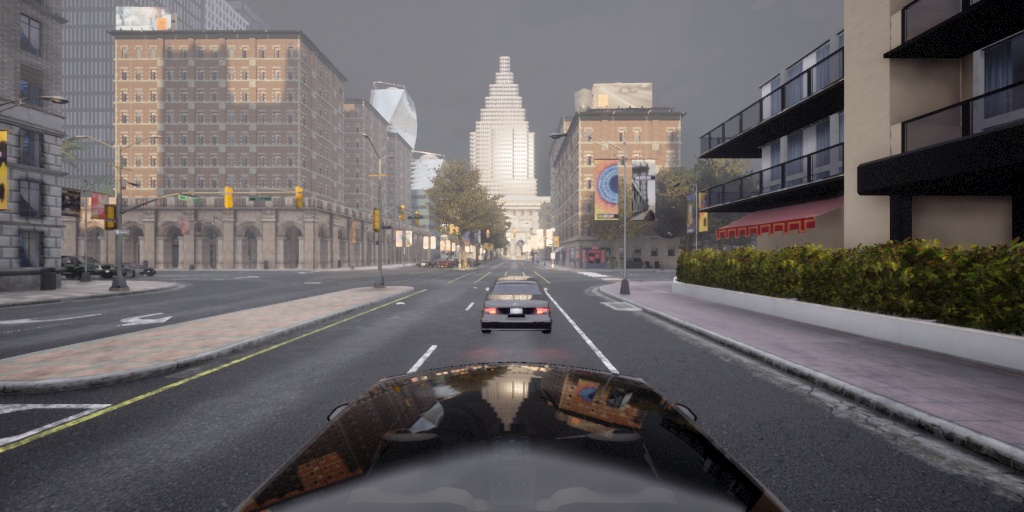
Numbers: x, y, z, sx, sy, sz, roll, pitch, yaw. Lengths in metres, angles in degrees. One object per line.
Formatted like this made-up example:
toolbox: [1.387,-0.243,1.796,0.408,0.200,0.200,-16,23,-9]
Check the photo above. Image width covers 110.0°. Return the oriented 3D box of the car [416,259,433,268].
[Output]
car: [-14.621,1.241,61.457,2.128,1.511,4.902,0,0,1]

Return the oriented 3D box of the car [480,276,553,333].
car: [0.131,1.297,10.666,2.033,1.411,5.357,0,0,1]

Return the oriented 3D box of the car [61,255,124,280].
car: [-37.657,0.971,30.932,5.566,2.045,2.150,0,0,0]

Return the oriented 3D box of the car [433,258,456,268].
car: [-11.147,1.102,59.576,2.097,1.767,4.553,0,0,1]

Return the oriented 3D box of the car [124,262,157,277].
car: [-36.884,1.314,34.434,4.181,1.385,1.994,0,0,0]
